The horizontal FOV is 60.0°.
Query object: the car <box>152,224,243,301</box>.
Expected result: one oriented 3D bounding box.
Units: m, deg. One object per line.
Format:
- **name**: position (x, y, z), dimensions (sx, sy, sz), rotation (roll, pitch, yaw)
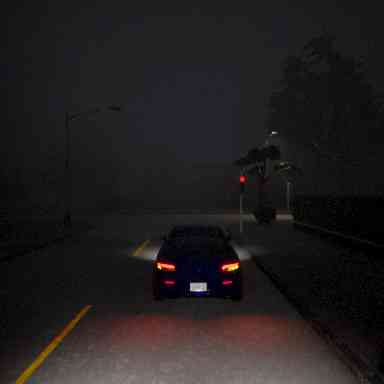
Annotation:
- **car**: position (0.120, 1.526, 8.214), dimensions (1.812, 1.442, 4.674), rotation (0, 0, 0)
